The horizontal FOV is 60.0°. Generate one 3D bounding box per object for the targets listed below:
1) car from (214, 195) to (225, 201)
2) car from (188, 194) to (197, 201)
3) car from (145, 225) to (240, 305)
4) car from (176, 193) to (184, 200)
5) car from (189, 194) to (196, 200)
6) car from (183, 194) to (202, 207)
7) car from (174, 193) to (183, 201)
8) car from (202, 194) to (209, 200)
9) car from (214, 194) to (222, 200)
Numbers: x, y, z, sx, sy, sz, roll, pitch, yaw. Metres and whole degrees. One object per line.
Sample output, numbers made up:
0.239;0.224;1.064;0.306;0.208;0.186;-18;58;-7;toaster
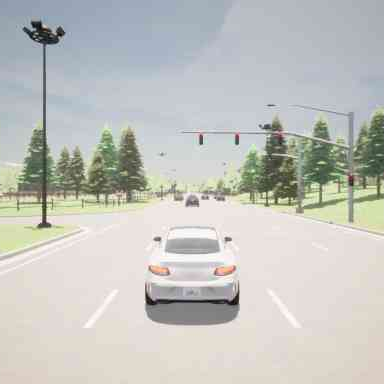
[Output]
7.124;1.517;82.442;2.128;1.511;4.902;0;0;0;car
0.125;1.347;82.840;2.097;1.767;4.553;0;0;0;car
0.018;1.526;7.937;1.812;1.442;4.674;0;0;0;car
-3.360;1.187;92.848;2.097;1.767;4.553;0;0;0;car
0.140;1.332;92.873;1.837;1.490;4.892;0;0;0;car
0.078;1.352;51.810;2.097;1.767;4.553;0;0;0;car
-3.375;1.544;82.842;1.994;1.385;4.181;0;0;0;car
3.640;1.355;93.251;2.097;1.767;4.553;0;0;0;car
7.140;1.385;92.862;1.994;1.385;4.181;0;0;0;car
